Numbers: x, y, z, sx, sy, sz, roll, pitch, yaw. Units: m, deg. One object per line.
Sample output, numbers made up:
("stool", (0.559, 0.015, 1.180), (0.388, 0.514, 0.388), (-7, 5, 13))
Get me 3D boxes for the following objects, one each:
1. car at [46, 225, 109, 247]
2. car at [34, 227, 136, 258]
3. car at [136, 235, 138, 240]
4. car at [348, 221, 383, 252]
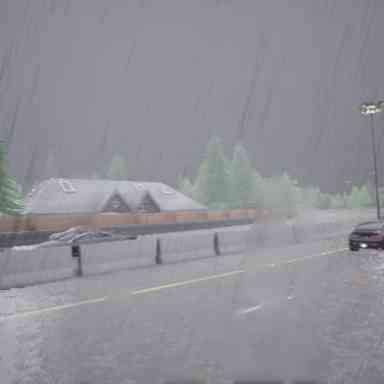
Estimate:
("car", (-9.618, 3.651, 28.225), (4.674, 1.442, 1.812), (1, -5, -40))
("car", (-5.842, 2.833, 17.817), (4.902, 1.511, 2.128), (1, -5, -39))
("car", (-6.080, 3.216, 22.077), (4.718, 1.301, 1.895), (1, -5, -40))
("car", (9.673, 2.238, 16.985), (4.892, 1.490, 1.837), (1, -4, -43))
